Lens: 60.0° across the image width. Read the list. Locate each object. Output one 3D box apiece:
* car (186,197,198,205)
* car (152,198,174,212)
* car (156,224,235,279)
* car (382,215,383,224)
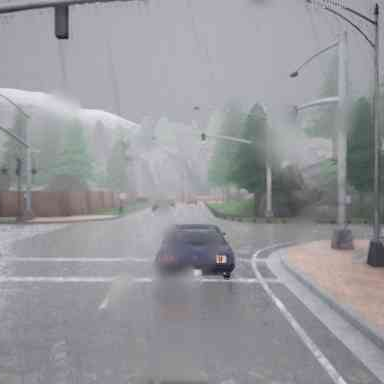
[{"bbox_3d":[-0.003,1.577,59.833,2.033,1.411,5.357,0,0,0],"label":"car"},{"bbox_3d":[-3.579,1.567,39.516,2.033,1.411,5.357,0,0,0],"label":"car"},{"bbox_3d":[0.092,1.606,10.039,1.895,1.301,4.718,0,0,0],"label":"car"},{"bbox_3d":[14.840,1.378,21.429,4.553,1.767,2.097,0,0,-1],"label":"car"}]
